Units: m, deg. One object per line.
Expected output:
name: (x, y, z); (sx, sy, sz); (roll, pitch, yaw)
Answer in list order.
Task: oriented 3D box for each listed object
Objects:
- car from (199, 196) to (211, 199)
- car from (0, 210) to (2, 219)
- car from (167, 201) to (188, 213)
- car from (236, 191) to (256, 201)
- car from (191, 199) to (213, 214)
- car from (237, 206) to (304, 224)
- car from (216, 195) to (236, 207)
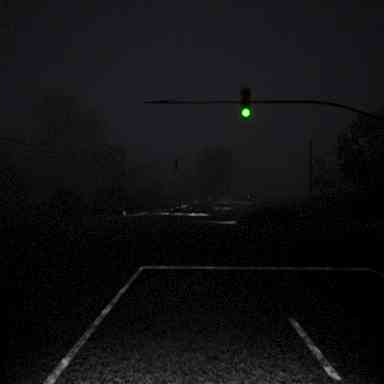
car: (2.002, 1.599, 56.115); (2.097, 1.767, 4.553); (0, 1, 22)
car: (-19.483, 1.998, 29.250); (5.008, 1.535, 1.882); (-2, -1, 3)
car: (-1.880, 1.952, 44.511); (1.837, 1.490, 4.892); (0, 1, 16)
car: (11.606, 0.797, 68.655); (2.150, 2.045, 5.566); (0, 3, 27)
car: (1.317, 2.005, 42.968); (1.994, 1.385, 4.181); (0, 0, 16)
car: (6.523, 1.877, 27.968); (5.357, 1.411, 2.033); (0, -1, 3)
car: (5.484, 1.736, 55.501); (1.812, 1.442, 4.674); (0, 2, 21)
